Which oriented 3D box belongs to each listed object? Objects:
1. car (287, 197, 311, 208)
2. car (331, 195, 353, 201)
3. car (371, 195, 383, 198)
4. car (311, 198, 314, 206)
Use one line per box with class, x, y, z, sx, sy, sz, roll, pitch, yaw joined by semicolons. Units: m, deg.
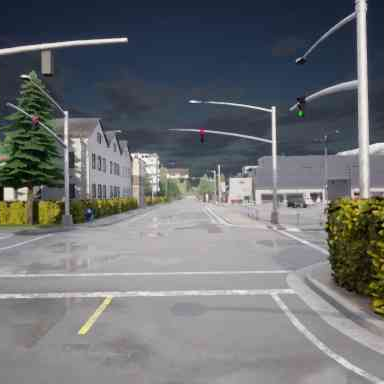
car;15.442;1.629;49.125;2.007;1.523;4.514;-1;-1;0
car;25.504;1.398;56.519;2.152;1.636;5.027;-1;-1;0
car;19.127;1.183;31.256;1.905;1.878;3.866;-1;-1;0
car;19.090;1.573;56.182;1.970;1.475;3.806;-1;-1;0
